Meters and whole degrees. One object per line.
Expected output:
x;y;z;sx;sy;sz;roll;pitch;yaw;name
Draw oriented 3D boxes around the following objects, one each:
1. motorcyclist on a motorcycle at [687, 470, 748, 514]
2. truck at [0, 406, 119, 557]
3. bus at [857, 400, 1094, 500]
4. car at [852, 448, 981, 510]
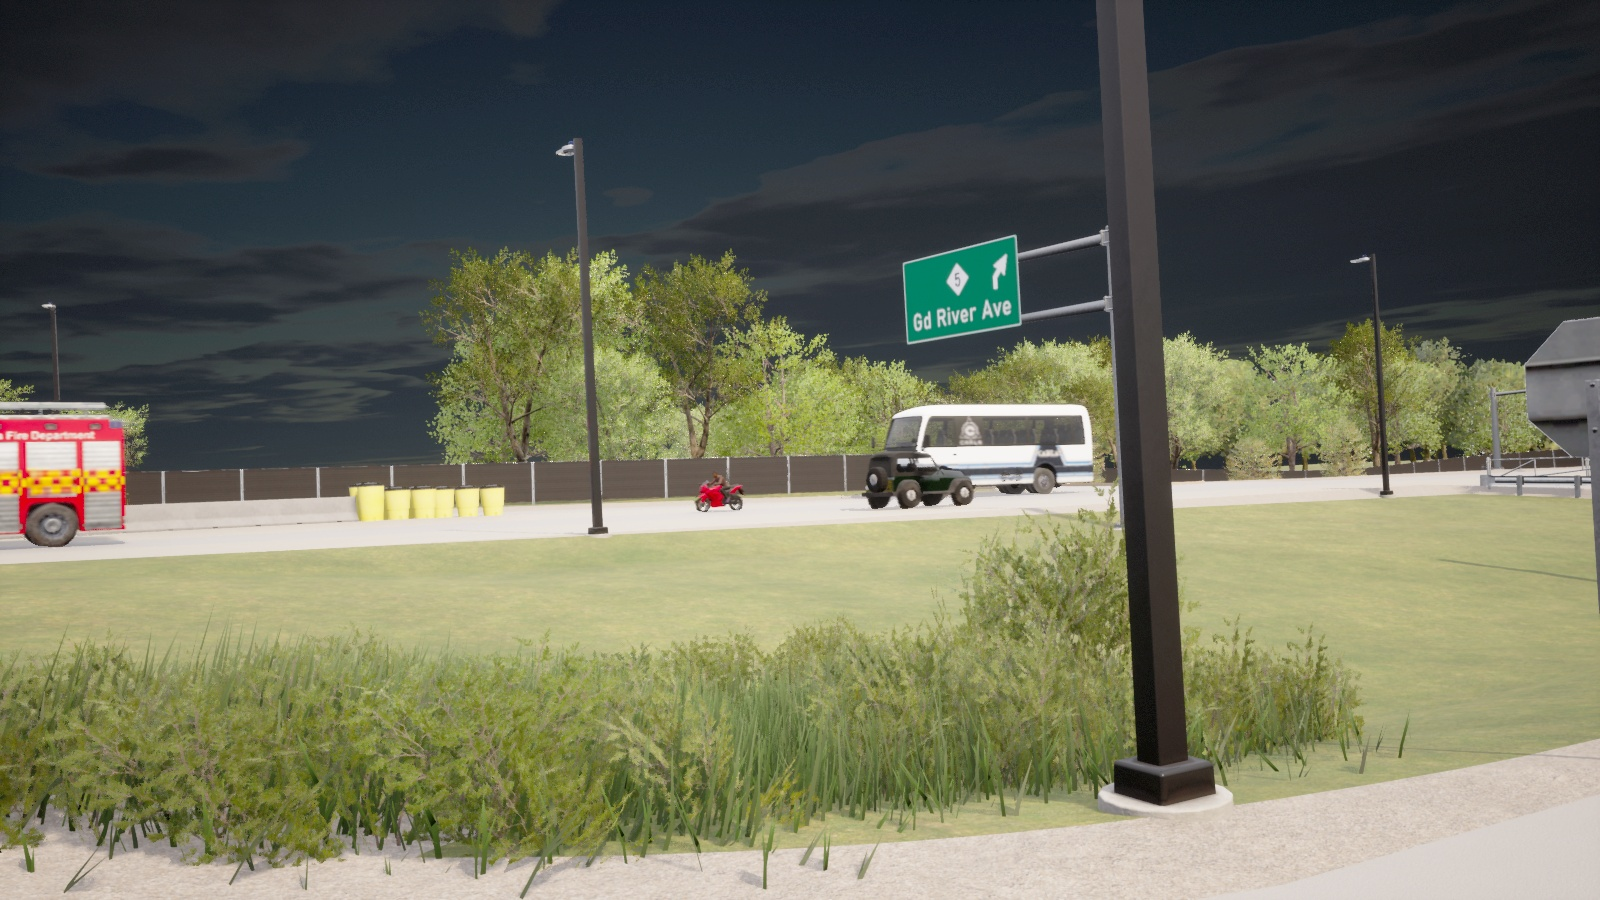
-2.984;1.526;45.585;2.044;1.523;0.797;-2;-2;-35;motorcyclist on a motorcycle
-22.466;0.907;32.169;8.468;3.827;2.891;-2;-2;-35;truck
8.180;-0.025;58.392;10.273;4.253;3.944;-1;-1;-25;bus
3.906;0.949;41.859;3.866;1.878;1.905;-2;-2;-35;car
